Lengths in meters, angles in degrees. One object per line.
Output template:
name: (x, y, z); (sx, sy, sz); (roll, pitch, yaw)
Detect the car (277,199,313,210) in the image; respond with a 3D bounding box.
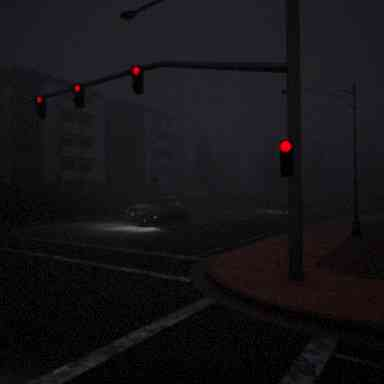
car: (14.243, 1.670, 45.918); (4.892, 1.490, 1.837); (0, -1, -29)

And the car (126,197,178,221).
car: (-3.267, 1.455, 29.337); (2.150, 2.045, 5.566); (-1, 0, 35)

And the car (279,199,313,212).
car: (13.005, 1.669, 41.069); (4.674, 1.442, 1.812); (0, -1, -33)

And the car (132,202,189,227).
car: (-1.979, 1.716, 24.980); (1.812, 1.442, 4.674); (-1, 0, 34)
